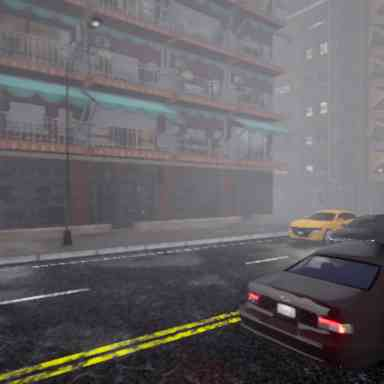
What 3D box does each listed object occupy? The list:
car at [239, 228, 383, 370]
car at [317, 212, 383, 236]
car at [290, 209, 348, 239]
[{"bbox_3d":[3.255,1.615,5.808,5.357,1.411,2.033,1,-1,-36],"label":"car"},{"bbox_3d":[7.252,1.657,13.038,4.892,1.490,1.837,1,-1,-37],"label":"car"},{"bbox_3d":[7.023,1.657,16.922,5.008,1.535,1.882,1,-1,-37],"label":"car"}]
